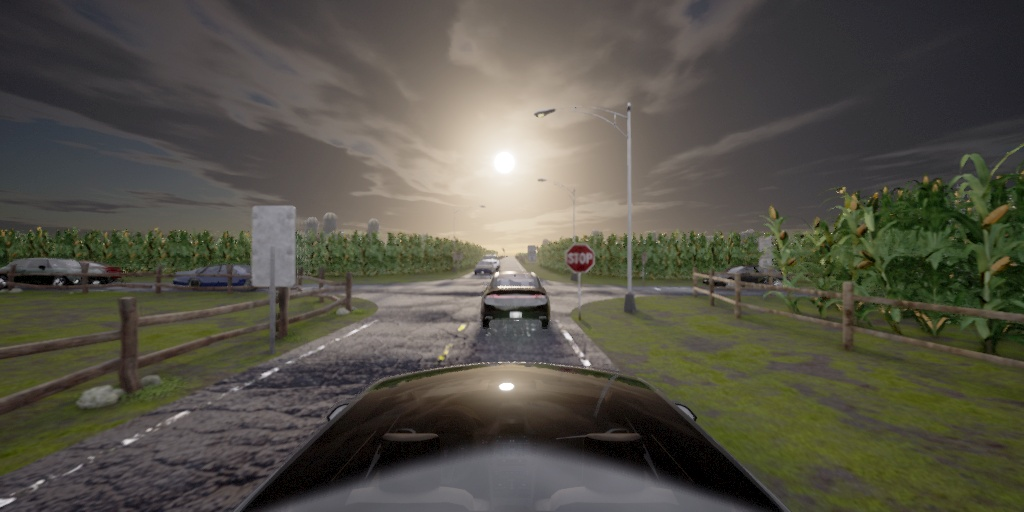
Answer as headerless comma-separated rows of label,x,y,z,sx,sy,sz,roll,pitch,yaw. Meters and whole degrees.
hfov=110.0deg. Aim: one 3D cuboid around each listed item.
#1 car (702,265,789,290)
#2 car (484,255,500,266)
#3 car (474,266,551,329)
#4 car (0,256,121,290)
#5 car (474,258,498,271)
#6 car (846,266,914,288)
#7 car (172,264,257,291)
car,14.662,1.323,22.664,4.892,1.490,1.837,0,0,0
car,-2.853,0.844,47.831,2.150,2.045,5.566,0,0,1
car,0.095,1.219,11.173,2.128,1.511,4.902,0,0,0
car,-25.473,0.904,20.095,4.553,1.767,2.097,0,0,1
car,-2.862,1.201,37.571,2.033,1.411,5.357,0,0,0
car,23.866,1.234,22.572,4.553,1.767,2.097,0,0,1
car,-15.609,1.153,20.028,5.357,1.411,2.033,0,0,-1
